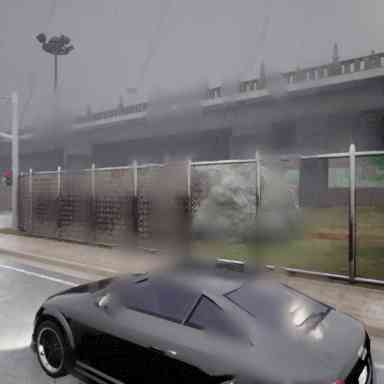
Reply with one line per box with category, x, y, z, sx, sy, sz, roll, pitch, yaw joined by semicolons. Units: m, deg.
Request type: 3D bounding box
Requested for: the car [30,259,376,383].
car;-0.131;1.564;4.083;4.181;1.385;1.994;0;0;36
